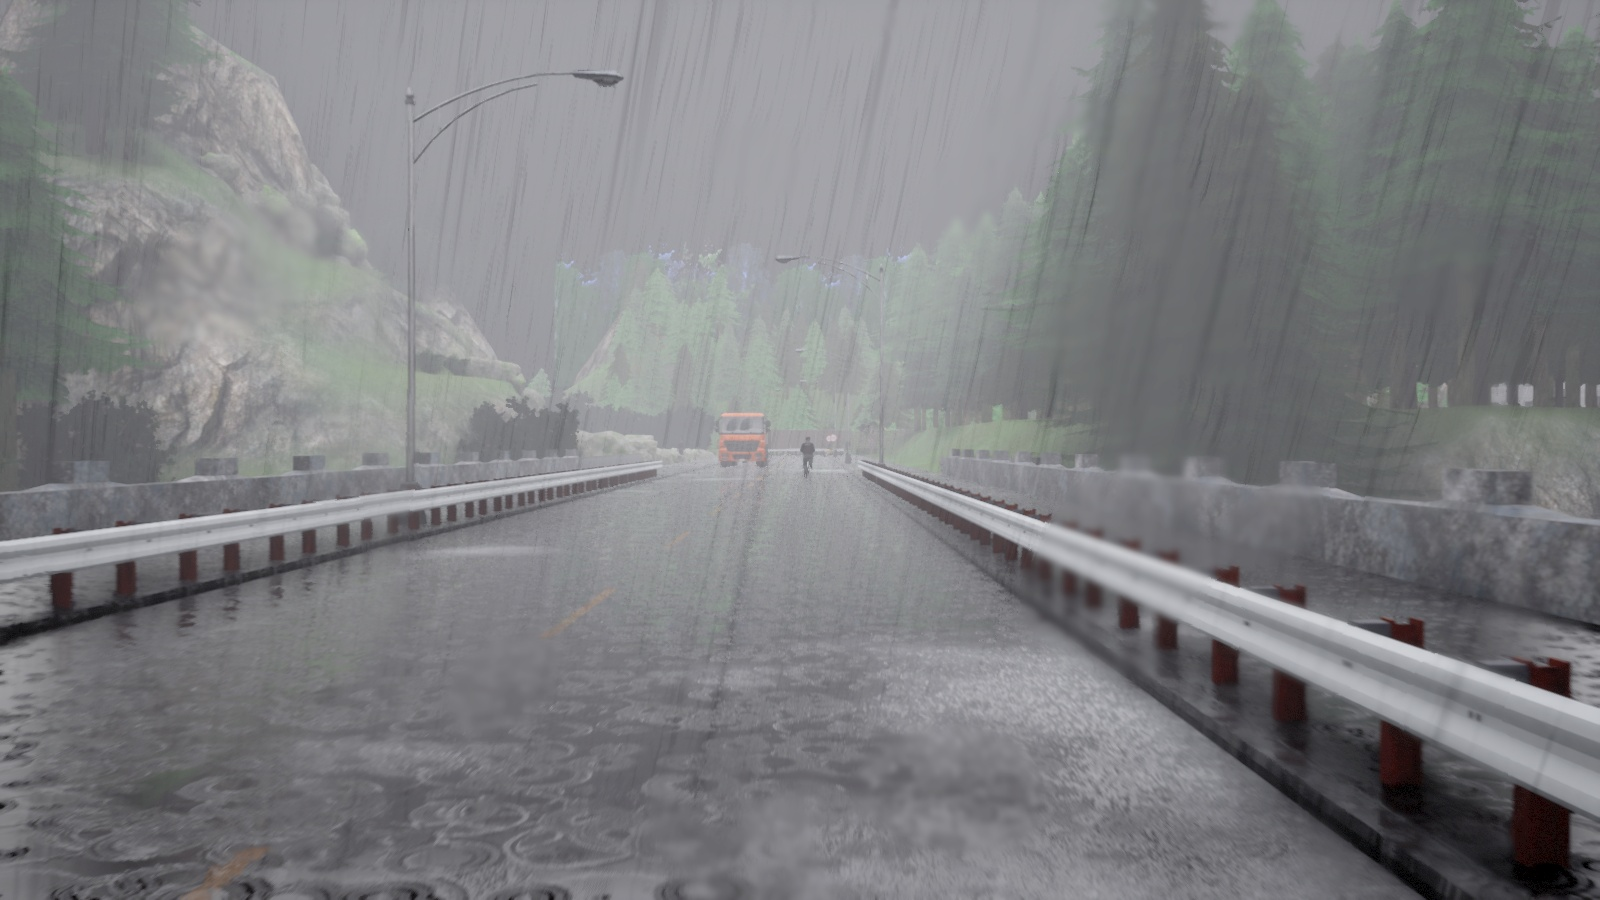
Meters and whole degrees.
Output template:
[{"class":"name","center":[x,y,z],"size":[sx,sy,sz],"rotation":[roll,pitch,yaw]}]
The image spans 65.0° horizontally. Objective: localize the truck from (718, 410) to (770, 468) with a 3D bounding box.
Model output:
[{"class":"truck","center":[-3.510,-0.690,80.101],"size":[2.891,3.462,7.936],"rotation":[0,0,0]}]
